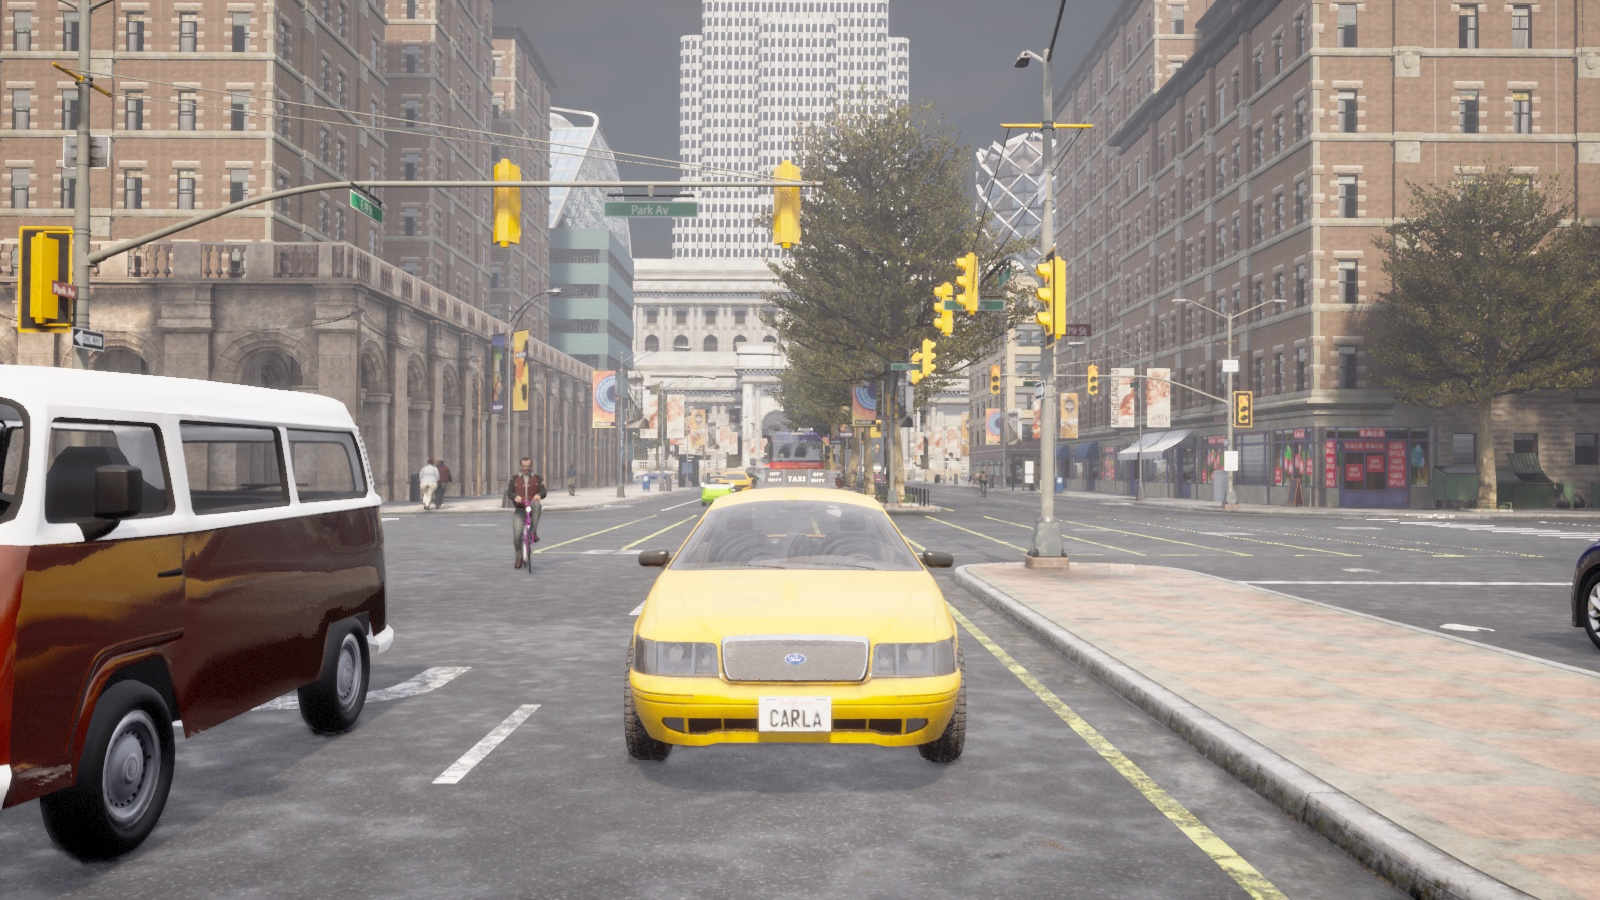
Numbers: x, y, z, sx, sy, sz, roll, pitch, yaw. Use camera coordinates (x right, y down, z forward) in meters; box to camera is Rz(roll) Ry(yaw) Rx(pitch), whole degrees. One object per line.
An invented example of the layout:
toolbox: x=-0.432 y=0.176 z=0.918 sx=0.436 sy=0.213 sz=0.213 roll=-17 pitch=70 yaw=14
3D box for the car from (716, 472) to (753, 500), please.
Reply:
car: x=-3.661 y=1.996 z=70.981 sx=1.882 sy=1.535 sz=5.008 roll=0 pitch=-1 yaw=0

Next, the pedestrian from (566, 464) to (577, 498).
pedestrian: x=-12.249 y=1.647 z=67.240 sx=0.370 sy=1.835 sz=0.726 roll=0 pitch=-1 yaw=10

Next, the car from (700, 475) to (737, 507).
car: x=-3.627 y=1.823 z=56.088 sx=1.481 sy=1.376 sz=2.207 roll=0 pitch=-1 yaw=0

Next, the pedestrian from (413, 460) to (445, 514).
pedestrian: x=-12.952 y=1.277 z=43.832 sx=0.874 sy=1.855 sz=0.900 roll=0 pitch=-1 yaw=-2

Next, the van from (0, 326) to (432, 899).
van: x=-3.515 y=0.654 z=6.233 sx=2.069 sy=2.038 sz=4.480 roll=0 pitch=-1 yaw=0

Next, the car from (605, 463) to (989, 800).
car: x=-0.020 y=0.898 z=8.598 sx=1.801 sy=1.575 sz=5.366 roll=0 pitch=-1 yaw=0

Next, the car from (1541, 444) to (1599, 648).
car: x=7.978 y=0.799 z=9.444 sx=2.097 sy=1.767 sz=4.553 roll=0 pitch=-1 yaw=0

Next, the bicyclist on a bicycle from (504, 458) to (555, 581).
bicyclist on a bicycle: x=-4.134 y=1.022 z=19.128 sx=0.659 sy=1.776 sz=1.843 roll=-1 pitch=-1 yaw=-15

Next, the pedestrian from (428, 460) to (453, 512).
pedestrian: x=-12.955 y=1.281 z=45.251 sx=0.634 sy=1.844 sz=0.899 roll=0 pitch=-1 yaw=3

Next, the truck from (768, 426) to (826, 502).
truck: x=-0.158 y=0.786 z=67.774 sx=2.891 sy=3.827 sz=8.468 roll=0 pitch=-1 yaw=0
